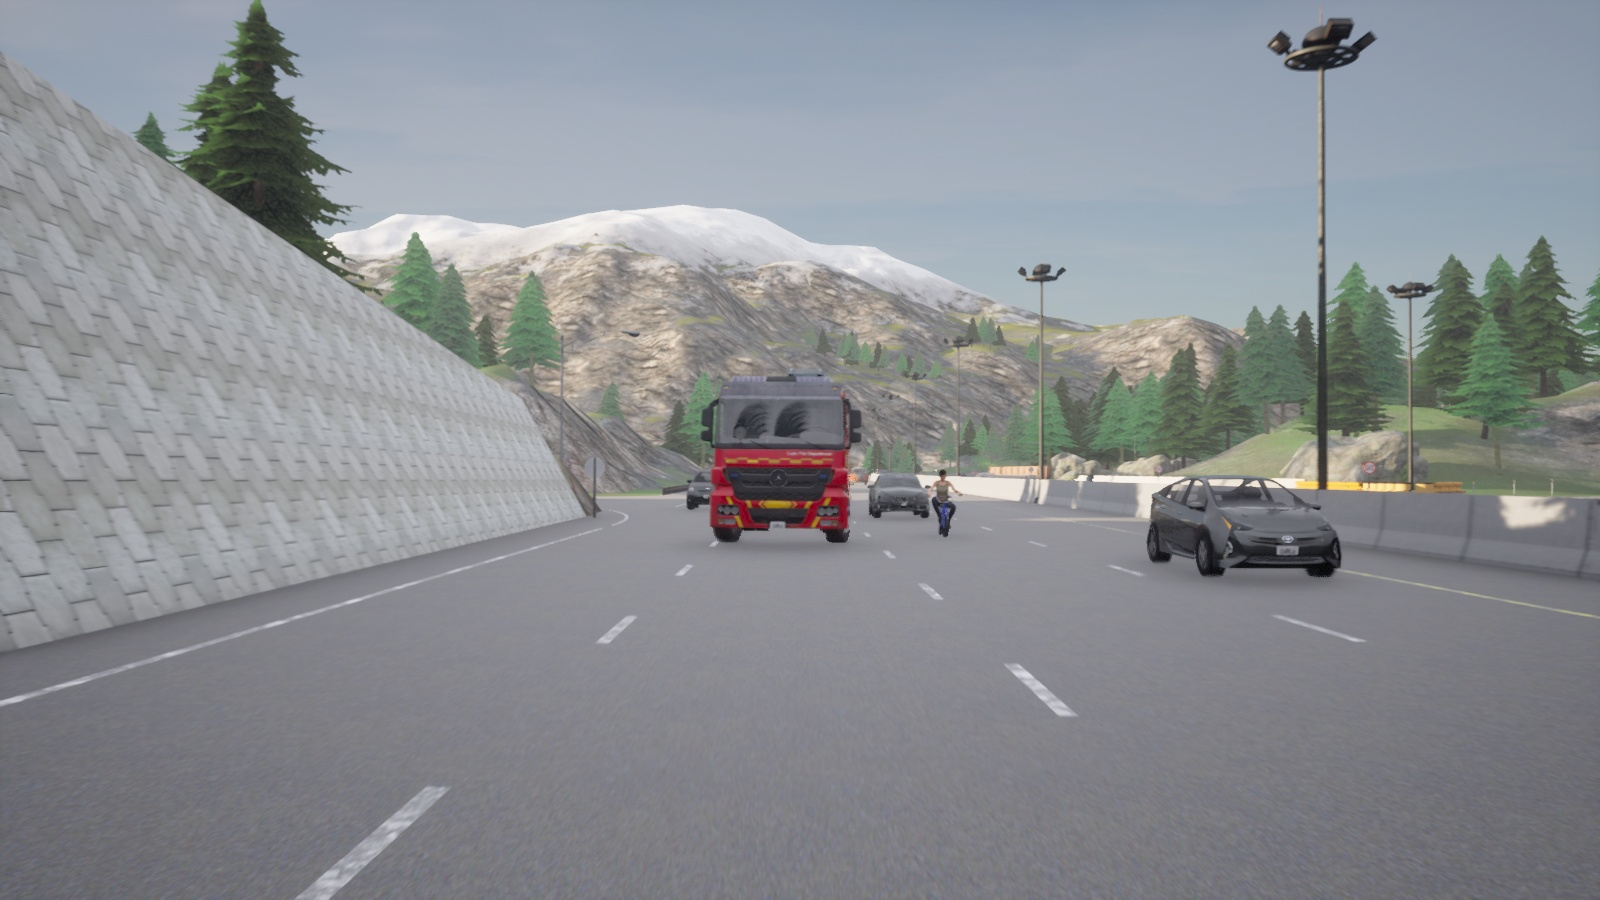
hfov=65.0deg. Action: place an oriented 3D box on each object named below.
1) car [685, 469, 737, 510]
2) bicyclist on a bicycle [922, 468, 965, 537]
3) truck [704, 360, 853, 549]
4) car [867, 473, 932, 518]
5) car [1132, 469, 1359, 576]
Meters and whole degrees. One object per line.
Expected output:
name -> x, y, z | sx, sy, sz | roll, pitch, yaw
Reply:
car -> -3.626, 1.594, 51.471 | 1.851, 1.617, 3.988 | 0, -1, 0
bicyclist on a bicycle -> 3.431, 1.245, 30.136 | 0.866, 1.612, 1.509 | 0, -1, 0
truck -> -0.267, 0.152, 29.742 | 2.891, 3.827, 8.468 | 0, -1, 3
car -> 3.394, 1.541, 43.601 | 1.837, 1.490, 4.892 | 0, -1, 0
car -> 6.951, 1.073, 20.166 | 2.007, 1.525, 4.514 | 0, -1, 0
